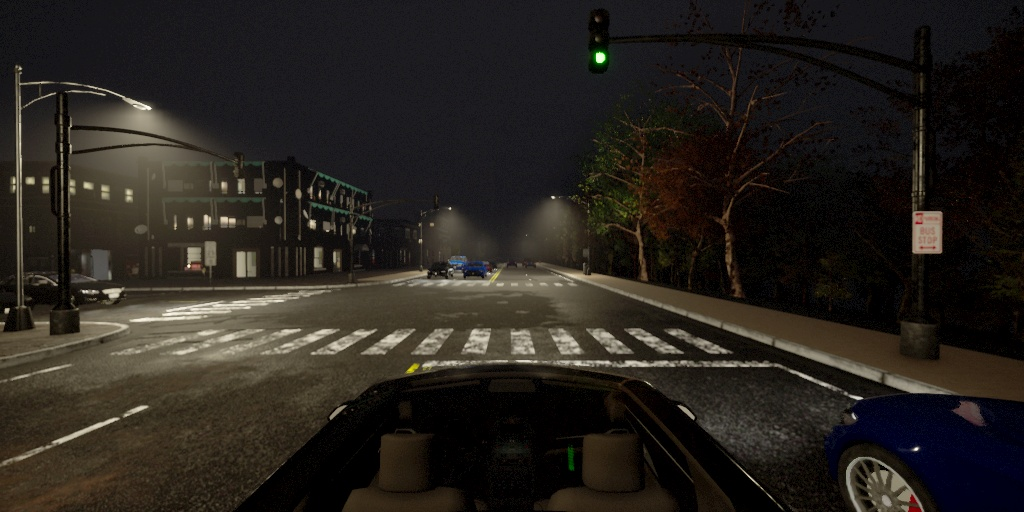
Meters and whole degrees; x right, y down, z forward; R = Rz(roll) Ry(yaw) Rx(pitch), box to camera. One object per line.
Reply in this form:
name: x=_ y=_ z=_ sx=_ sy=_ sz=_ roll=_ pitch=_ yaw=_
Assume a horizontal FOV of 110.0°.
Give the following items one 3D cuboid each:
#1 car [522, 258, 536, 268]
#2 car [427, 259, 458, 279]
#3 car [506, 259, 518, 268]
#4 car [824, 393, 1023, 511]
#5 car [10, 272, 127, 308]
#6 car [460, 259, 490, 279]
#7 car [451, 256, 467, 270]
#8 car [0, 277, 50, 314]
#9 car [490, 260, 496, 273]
car: x=3.246 y=1.396 z=63.609 sx=2.033 sy=1.411 sz=5.357 roll=0 pitch=0 yaw=0
car: x=-6.654 y=1.308 z=33.753 sx=1.837 sy=1.490 sz=4.892 roll=0 pitch=0 yaw=0
car: x=-0.018 y=1.376 z=64.887 sx=1.812 sy=1.442 sz=4.674 roll=0 pitch=0 yaw=0
car: x=3.358 y=1.274 z=0.852 sx=1.812 sy=1.442 sz=4.674 roll=0 pitch=0 yaw=1
car: x=-19.646 y=1.487 z=15.483 sx=4.902 sy=1.511 sz=2.128 roll=-1 pitch=0 yaw=0
car: x=-3.408 y=1.281 z=33.821 sx=1.882 sy=1.535 sz=5.008 roll=0 pitch=0 yaw=0
car: x=-6.678 y=1.041 z=44.465 sx=2.150 sy=2.045 sz=5.566 roll=0 pitch=0 yaw=0
car: x=-19.966 y=1.587 z=12.774 sx=4.313 sy=1.339 sz=1.948 roll=0 pitch=0 yaw=0
car: x=-3.427 y=1.383 z=44.026 sx=1.994 sy=1.385 sz=4.181 roll=0 pitch=0 yaw=0
